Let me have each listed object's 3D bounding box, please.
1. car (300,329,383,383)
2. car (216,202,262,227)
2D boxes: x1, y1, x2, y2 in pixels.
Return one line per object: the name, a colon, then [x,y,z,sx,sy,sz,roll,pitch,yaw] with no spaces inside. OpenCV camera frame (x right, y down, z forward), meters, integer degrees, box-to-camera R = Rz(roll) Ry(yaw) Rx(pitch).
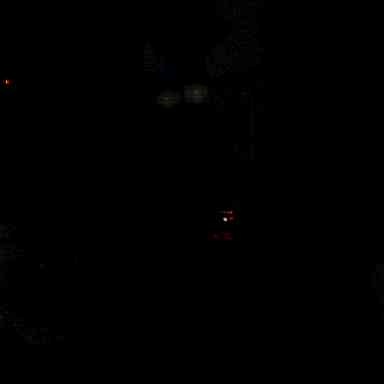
car: [2.738,1.315,0.853,5.009,1.841,2.192,0,0,36]
car: [3.440,1.410,22.352,1.837,1.490,4.892,0,0,35]
